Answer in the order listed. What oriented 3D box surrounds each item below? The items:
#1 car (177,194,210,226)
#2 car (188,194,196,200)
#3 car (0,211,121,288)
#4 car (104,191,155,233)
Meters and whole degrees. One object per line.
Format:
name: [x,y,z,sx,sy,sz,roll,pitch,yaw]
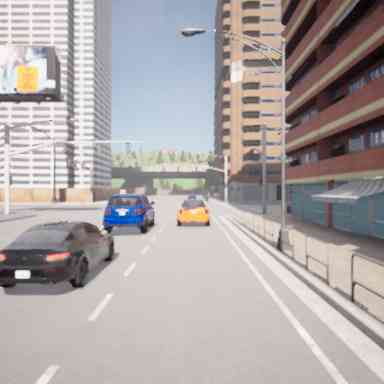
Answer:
car: [0.096,1.225,22.275,2.097,1.767,4.553,0,0,0]
car: [-0.008,1.104,74.263,1.812,1.442,4.674,0,0,0]
car: [-3.403,1.474,8.974,1.812,1.442,4.674,0,0,0]
car: [-3.399,1.115,18.806,2.150,2.045,5.566,0,0,0]
